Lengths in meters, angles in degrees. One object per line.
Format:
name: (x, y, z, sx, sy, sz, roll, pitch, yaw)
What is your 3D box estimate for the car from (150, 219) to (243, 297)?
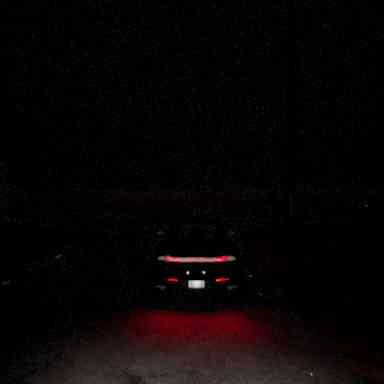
car: (0.095, 1.428, 8.419, 2.128, 1.511, 4.902, 0, 0, 0)

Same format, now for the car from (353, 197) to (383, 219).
car: (15.693, 1.161, 27.048, 4.553, 1.767, 2.097, 0, 3, -3)
